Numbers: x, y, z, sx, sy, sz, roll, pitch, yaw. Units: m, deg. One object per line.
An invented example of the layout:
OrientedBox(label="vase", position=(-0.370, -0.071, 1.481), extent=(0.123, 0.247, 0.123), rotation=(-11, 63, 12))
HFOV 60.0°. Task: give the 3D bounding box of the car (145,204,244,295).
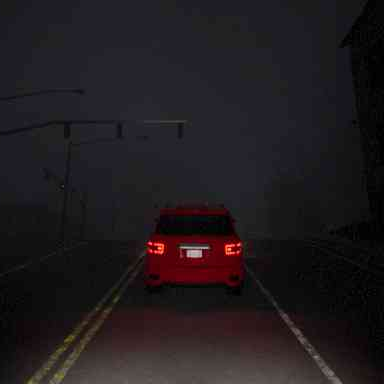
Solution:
OrientedBox(label="car", position=(0.078, 1.347, 9.242), extent=(2.150, 2.045, 5.566), rotation=(1, -1, 1))
